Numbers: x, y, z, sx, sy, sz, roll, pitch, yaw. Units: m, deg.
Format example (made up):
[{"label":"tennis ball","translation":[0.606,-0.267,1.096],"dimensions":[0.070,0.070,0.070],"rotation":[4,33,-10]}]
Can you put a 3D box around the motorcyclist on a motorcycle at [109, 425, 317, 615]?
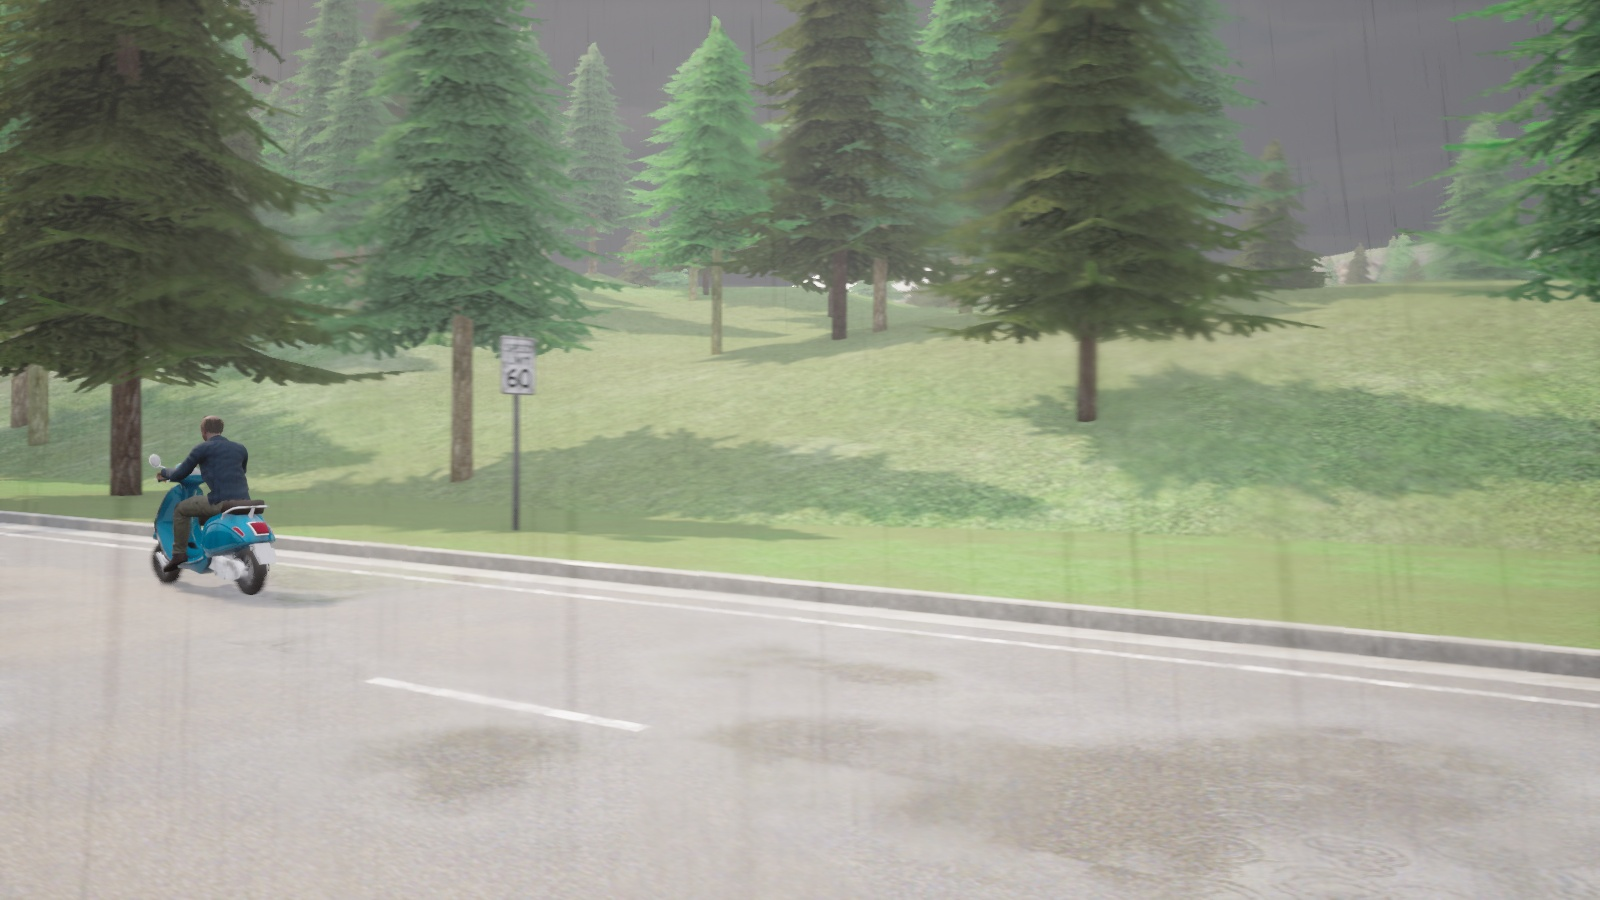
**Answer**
[{"label":"motorcyclist on a motorcycle","translation":[-5.325,0.578,11.362],"dimensions":[1.817,1.590,0.866],"rotation":[0,1,34]}]
